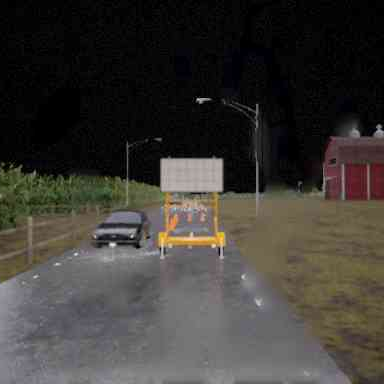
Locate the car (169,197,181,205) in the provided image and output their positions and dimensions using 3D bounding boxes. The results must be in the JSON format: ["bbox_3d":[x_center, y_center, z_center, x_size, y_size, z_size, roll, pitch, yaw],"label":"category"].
[{"bbox_3d":[-2.875,1.570,56.764,1.994,1.385,4.181,0,0,0],"label":"car"}]

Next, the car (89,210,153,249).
[{"bbox_3d":[-2.862,1.515,14.668,2.033,1.411,5.357,0,0,0],"label":"car"}]

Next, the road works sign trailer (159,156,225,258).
[{"bbox_3d":[-0.005,0.436,12.545,2.380,3.560,2.880,0,0,0],"label":"road works sign trailer"}]
